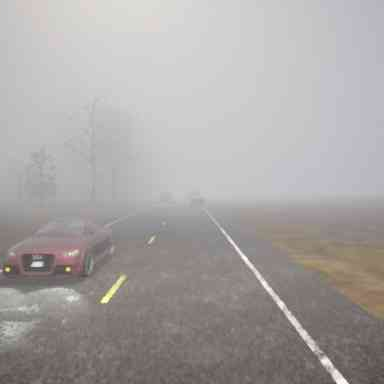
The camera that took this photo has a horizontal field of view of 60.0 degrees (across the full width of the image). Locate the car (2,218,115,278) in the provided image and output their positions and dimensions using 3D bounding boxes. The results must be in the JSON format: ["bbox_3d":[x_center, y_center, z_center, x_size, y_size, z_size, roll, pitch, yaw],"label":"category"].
[{"bbox_3d":[-3.621,1.492,9.779,1.994,1.385,4.181,0,0,0],"label":"car"}]

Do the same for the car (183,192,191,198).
[{"bbox_3d":[-1.544,0.854,93.889,2.128,1.511,4.902,0,0,-2],"label":"car"}]

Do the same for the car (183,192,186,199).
[{"bbox_3d":[-1.064,0.751,78.050,2.097,1.767,4.553,0,0,-2],"label":"car"}]

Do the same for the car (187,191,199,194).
[{"bbox_3d":[0.549,1.117,53.353,1.882,1.535,5.008,0,0,-1],"label":"car"}]

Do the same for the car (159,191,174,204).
[{"bbox_3d":[-4.071,0.861,53.434,2.150,2.045,5.566,0,0,-1],"label":"car"}]

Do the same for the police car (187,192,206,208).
[{"bbox_3d":[0.718,1.126,43.455,1.930,1.638,5.238,0,0,-1],"label":"police car"}]
